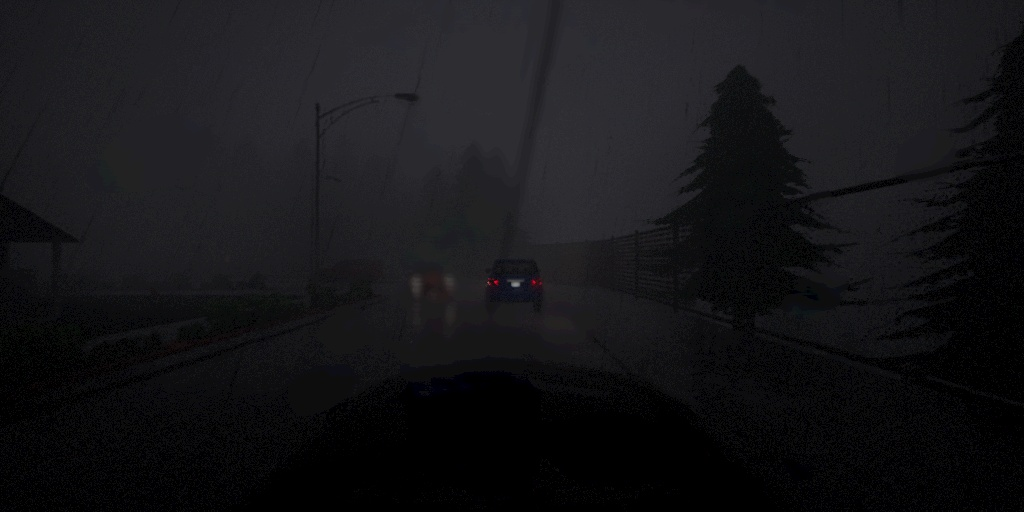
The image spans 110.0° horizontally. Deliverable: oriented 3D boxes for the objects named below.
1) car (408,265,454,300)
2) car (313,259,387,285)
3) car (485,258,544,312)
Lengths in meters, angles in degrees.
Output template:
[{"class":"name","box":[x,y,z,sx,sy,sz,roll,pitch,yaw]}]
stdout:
[{"class":"car","box":[-4.427,1.294,19.354,2.097,1.767,4.553,0,-1,-18]},{"class":"car","box":[-13.265,1.272,29.598,5.566,2.045,2.150,0,-1,-1]},{"class":"car","box":[0.047,1.117,15.195,2.150,2.045,5.566,0,-1,-2]}]
